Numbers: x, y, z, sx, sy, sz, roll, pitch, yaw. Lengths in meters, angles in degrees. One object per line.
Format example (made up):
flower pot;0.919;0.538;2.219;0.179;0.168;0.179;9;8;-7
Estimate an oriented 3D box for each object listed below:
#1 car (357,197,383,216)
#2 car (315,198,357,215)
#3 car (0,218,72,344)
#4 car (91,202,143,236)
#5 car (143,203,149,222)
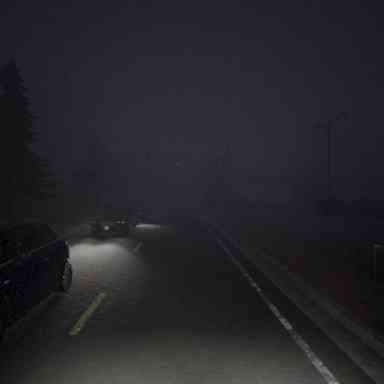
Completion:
car;16.223;1.330;31.272;2.152;1.636;5.027;0;0;-2
car;13.089;1.339;31.131;2.007;1.523;4.514;0;0;-2
car;-3.769;1.352;5.817;2.097;1.767;4.553;0;0;-2
car;-4.238;1.493;18.599;2.128;1.511;4.902;0;0;-2
car;-4.432;1.527;26.035;1.812;1.442;4.674;0;0;-2
